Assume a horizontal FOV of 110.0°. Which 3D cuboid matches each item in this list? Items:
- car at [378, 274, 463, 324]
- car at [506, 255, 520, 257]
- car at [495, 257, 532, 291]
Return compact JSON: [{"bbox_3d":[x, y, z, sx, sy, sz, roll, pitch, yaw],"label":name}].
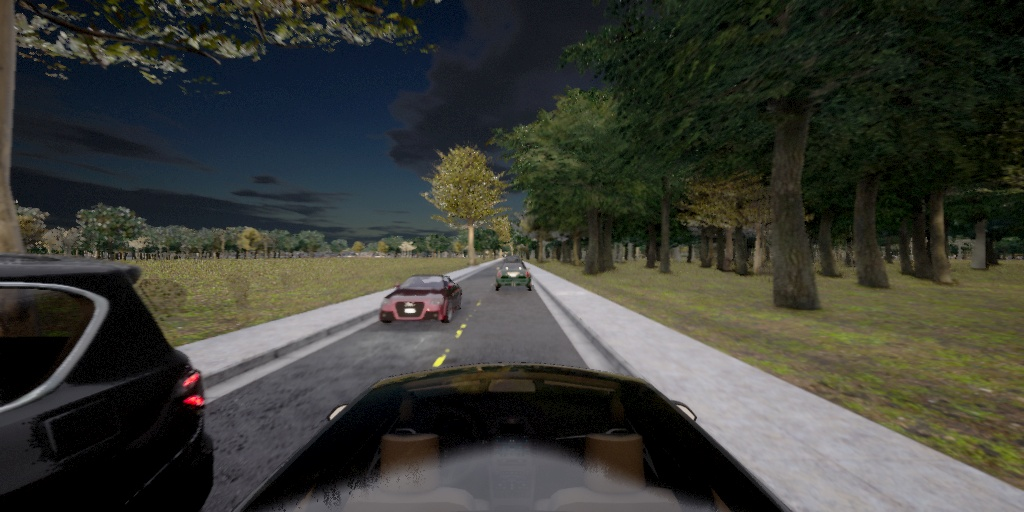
[{"bbox_3d":[-2.816,1.310,11.901,1.994,1.385,4.181,0,0,0],"label":"car"},{"bbox_3d":[0.095,0.946,43.437,2.150,2.045,5.566,0,0,0],"label":"car"},{"bbox_3d":[0.088,1.092,22.104,2.097,1.767,4.553,0,0,0],"label":"car"}]
